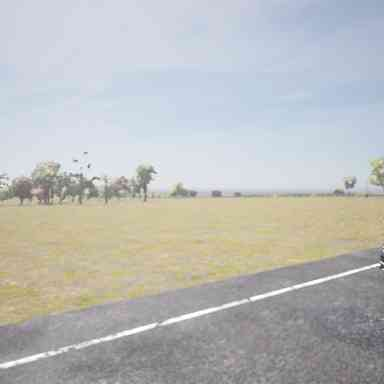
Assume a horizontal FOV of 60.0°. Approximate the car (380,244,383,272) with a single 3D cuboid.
[{"bbox_3d":[6.947,1.446,8.982,4.902,1.511,2.128,0,0,-36],"label":"car"}]
